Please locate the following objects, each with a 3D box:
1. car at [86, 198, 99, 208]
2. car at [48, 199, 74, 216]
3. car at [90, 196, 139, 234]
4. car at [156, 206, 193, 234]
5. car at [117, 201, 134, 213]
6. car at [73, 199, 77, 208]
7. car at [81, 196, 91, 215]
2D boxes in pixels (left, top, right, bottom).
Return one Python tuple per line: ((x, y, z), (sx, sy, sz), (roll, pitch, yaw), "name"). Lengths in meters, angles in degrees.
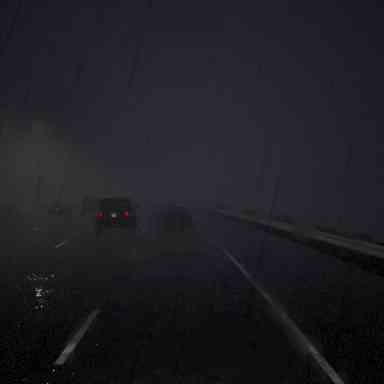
((-17.600, 1.899, 58.700), (1.882, 1.535, 5.008), (0, 0, -20), "car")
((-14.835, 1.861, 37.458), (1.994, 1.385, 4.181), (0, 0, -13), "car")
((-4.559, 1.358, 20.491), (2.150, 2.045, 5.566), (0, 0, -8), "car")
((-1.117, 1.586, 20.210), (1.882, 1.535, 5.008), (0, 0, -7), "car")
((-8.479, 1.872, 42.112), (1.895, 1.301, 4.718), (0, 0, -15), "car")
((-20.869, 1.918, 57.440), (1.882, 1.535, 5.008), (0, 0, -20), "car")
((-11.135, 1.489, 37.291), (2.150, 2.045, 5.566), (0, 0, -13), "car")
